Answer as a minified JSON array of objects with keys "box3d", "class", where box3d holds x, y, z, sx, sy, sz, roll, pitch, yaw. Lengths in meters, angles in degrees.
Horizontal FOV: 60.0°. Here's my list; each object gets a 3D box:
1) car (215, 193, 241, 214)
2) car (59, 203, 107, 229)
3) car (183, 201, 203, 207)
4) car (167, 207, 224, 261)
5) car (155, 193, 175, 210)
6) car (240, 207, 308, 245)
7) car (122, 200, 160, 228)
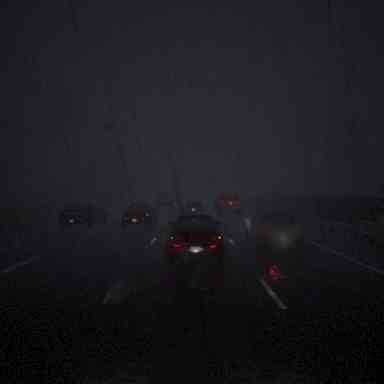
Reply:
[{"box3d":[3.611,1.148,33.901,2.150,2.045,5.566,0,0,0],"class":"car"},{"box3d":[-6.884,1.441,21.449,2.128,1.511,4.902,0,0,0],"class":"car"},{"box3d":[0.124,1.497,30.955,1.994,1.385,4.181,0,0,0],"class":"car"},{"box3d":[0.109,1.491,11.965,1.812,1.442,4.674,0,0,0],"class":"car"},{"box3d":[-3.369,1.139,41.266,2.150,2.045,5.566,0,0,0],"class":"car"},{"box3d":[3.612,1.559,15.286,1.895,1.301,4.718,0,0,0],"class":"car"},{"box3d":[-3.385,1.474,21.875,1.812,1.442,4.674,0,0,0],"class":"car"}]
